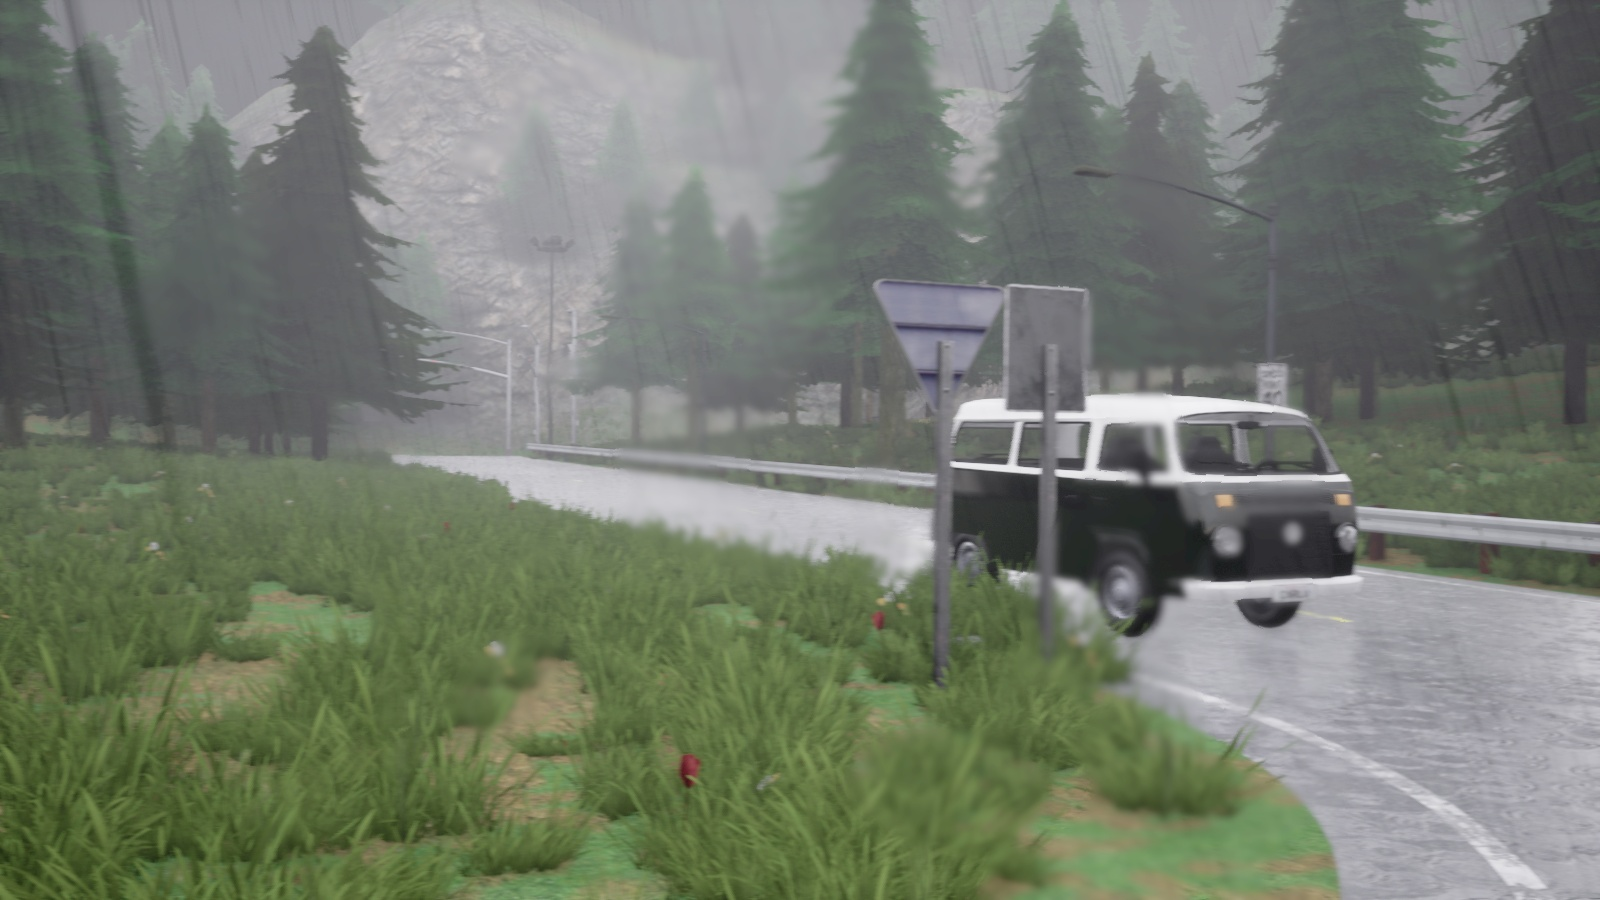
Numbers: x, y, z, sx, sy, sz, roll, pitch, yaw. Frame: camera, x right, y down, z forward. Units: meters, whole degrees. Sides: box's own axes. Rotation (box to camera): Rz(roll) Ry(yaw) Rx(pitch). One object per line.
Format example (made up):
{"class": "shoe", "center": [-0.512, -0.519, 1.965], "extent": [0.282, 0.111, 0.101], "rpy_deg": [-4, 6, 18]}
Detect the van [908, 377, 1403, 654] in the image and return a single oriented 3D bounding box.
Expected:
{"class": "van", "center": [2.990, 0.439, 11.693], "extent": [2.069, 2.038, 4.480], "rpy_deg": [-1, 1, -23]}
